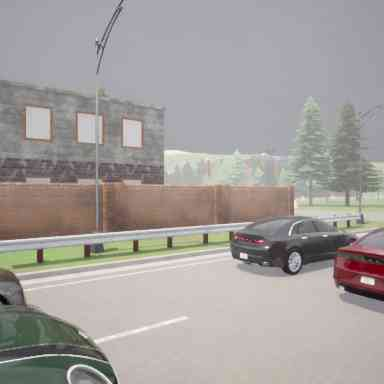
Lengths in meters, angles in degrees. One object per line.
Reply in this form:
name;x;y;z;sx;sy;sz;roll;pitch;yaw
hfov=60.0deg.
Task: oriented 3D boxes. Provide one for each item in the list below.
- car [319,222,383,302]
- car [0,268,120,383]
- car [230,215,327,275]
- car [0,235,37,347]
car;5.258;1.478;7.543;5.008;1.535;1.882;0;0;-35
car;-2.659;1.352;1.850;4.553;1.767;2.097;0;0;-35
car;3.400;1.505;10.515;4.892;1.490;1.837;0;0;-35
car;-4.673;1.564;4.712;4.181;1.385;1.994;0;0;-36
